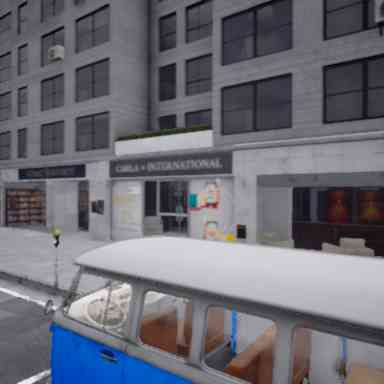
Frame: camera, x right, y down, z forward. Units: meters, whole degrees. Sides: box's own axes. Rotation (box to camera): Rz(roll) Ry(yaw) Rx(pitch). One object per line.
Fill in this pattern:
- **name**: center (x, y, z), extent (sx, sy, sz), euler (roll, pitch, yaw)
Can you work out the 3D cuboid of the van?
- **van**: center (0.585, 1.337, 2.432), extent (3.998, 1.788, 1.690), euler (0, 0, 36)
